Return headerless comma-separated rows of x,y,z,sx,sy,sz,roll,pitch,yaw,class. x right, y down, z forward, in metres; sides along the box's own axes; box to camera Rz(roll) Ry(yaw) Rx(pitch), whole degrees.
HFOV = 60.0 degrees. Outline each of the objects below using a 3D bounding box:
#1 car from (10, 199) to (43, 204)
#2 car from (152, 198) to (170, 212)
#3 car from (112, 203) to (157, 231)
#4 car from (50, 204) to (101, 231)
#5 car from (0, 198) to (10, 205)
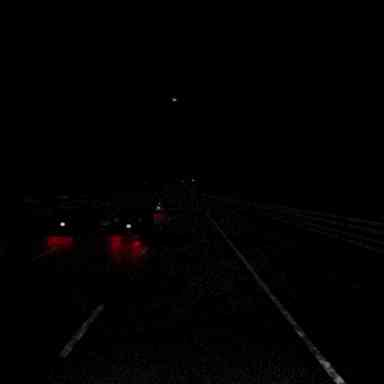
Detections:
-17.745,1.504,36.884,1.812,1.442,4.674,0,0,0,car
-3.615,1.468,38.360,1.837,1.490,4.892,0,0,0,car
-3.513,1.580,20.553,1.895,1.301,4.718,0,0,0,car
-7.011,1.487,20.416,1.837,1.490,4.892,0,0,0,car
-21.243,1.488,37.104,1.837,1.490,4.892,0,-1,0,car
